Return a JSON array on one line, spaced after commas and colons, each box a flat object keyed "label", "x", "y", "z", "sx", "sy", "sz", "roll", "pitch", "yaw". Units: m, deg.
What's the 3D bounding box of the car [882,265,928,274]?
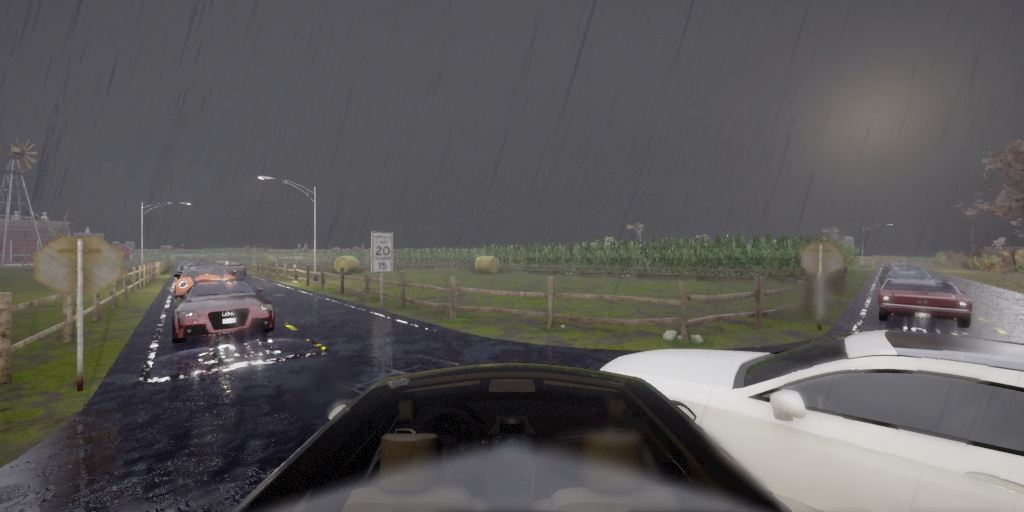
[{"label": "car", "x": 20.334, "y": 1.368, "z": 18.440, "sx": 5.357, "sy": 1.411, "sz": 2.033, "roll": 0, "pitch": 1, "yaw": -44}]

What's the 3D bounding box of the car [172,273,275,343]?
[{"label": "car", "x": -8.081, "y": 1.362, "z": 9.984, "sx": 1.994, "sy": 1.385, "sz": 4.181, "roll": 0, "pitch": 0, "yaw": -43}]

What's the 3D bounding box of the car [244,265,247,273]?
[{"label": "car", "x": -27.497, "y": 1.311, "z": 35.415, "sx": 2.128, "sy": 1.511, "sz": 4.902, "roll": 0, "pitch": 0, "yaw": -42}]

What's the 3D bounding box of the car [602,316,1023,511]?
[{"label": "car", "x": 2.808, "y": 1.293, "z": 2.556, "sx": 1.812, "sy": 1.442, "sz": 4.674, "roll": 0, "pitch": 1, "yaw": -45}]

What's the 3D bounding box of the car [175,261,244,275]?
[{"label": "car", "x": -13.952, "y": 1.152, "z": 16.383, "sx": 2.097, "sy": 1.767, "sz": 4.553, "roll": 0, "pitch": 0, "yaw": -43}]

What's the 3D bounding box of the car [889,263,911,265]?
[{"label": "car", "x": 26.996, "y": 1.408, "z": 24.793, "sx": 4.181, "sy": 1.385, "sz": 1.994, "roll": 0, "pitch": 1, "yaw": -44}]

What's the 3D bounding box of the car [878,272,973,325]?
[{"label": "car", "x": 13.353, "y": 1.400, "z": 11.773, "sx": 4.718, "sy": 1.301, "sz": 1.895, "roll": 0, "pitch": 1, "yaw": -44}]

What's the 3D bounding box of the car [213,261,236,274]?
[{"label": "car", "x": -34.327, "y": 1.338, "z": 42.774, "sx": 1.837, "sy": 1.490, "sz": 4.892, "roll": 0, "pitch": 0, "yaw": -42}]
